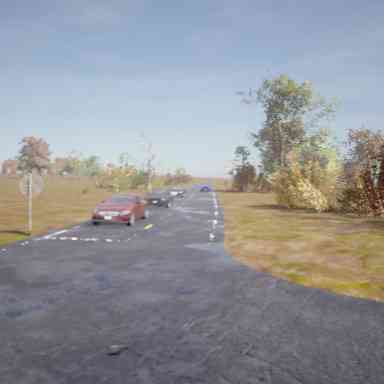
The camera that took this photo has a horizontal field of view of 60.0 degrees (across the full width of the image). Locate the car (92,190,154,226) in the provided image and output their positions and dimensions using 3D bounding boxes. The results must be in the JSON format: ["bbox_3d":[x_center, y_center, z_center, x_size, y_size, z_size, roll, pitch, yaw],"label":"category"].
[{"bbox_3d":[-3.464,0.792,16.948,1.812,1.442,4.674,2,2,5],"label":"car"}]

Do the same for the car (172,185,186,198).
[{"bbox_3d":[-1.775,-0.076,40.063,2.128,1.511,4.902,1,2,4],"label":"car"}]

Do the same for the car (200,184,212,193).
[{"bbox_3d":[2.572,-0.686,59.807,1.812,1.442,4.674,1,2,3],"label":"car"}]

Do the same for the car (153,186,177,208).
[{"bbox_3d":[-2.623,0.482,26.695,1.994,1.385,4.181,1,2,4],"label":"car"}]
